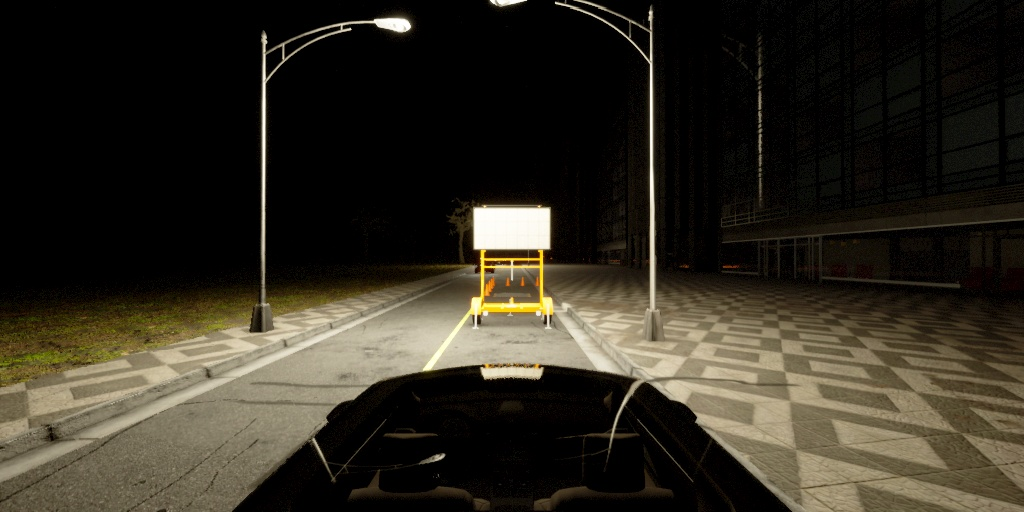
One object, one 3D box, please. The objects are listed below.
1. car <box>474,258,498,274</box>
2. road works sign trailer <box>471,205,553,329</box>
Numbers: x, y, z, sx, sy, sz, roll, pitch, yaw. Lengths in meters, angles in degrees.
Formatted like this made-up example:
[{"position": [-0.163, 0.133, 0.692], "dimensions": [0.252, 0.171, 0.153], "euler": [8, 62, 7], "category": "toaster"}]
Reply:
[{"position": [-3.093, 1.115, 41.045], "dimensions": [2.097, 1.767, 4.553], "euler": [0, 0, 0], "category": "car"}, {"position": [0.001, 0.216, 11.229], "dimensions": [2.380, 3.560, 2.880], "euler": [0, 0, 0], "category": "road works sign trailer"}]
